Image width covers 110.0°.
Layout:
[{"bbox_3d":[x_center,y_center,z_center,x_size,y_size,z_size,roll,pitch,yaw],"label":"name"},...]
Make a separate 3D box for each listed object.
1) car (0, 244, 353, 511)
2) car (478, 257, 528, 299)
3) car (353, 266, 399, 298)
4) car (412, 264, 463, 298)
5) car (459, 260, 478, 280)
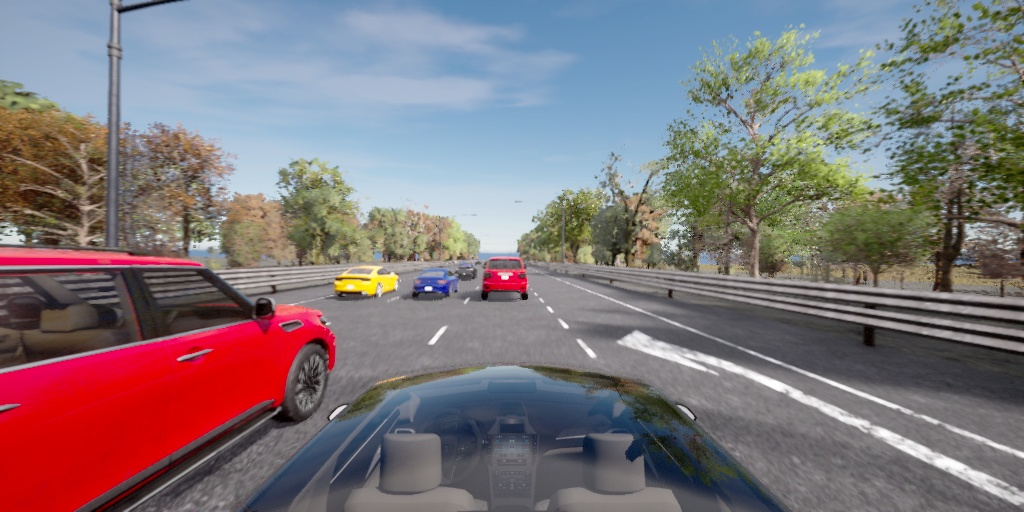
[{"bbox_3d":[-3.448,0.948,2.597,2.150,2.045,5.566,0,0,-2],"label":"car"},{"bbox_3d":[-0.385,1.073,18.825,2.150,2.045,5.566,0,0,-2],"label":"car"},{"bbox_3d":[-7.387,1.269,18.719,1.882,1.535,5.008,0,0,-2],"label":"car"},{"bbox_3d":[-3.890,1.347,18.743,1.812,1.442,4.674,0,0,-2],"label":"car"},{"bbox_3d":[-4.310,1.424,34.406,2.128,1.511,4.902,0,0,-2],"label":"car"}]
